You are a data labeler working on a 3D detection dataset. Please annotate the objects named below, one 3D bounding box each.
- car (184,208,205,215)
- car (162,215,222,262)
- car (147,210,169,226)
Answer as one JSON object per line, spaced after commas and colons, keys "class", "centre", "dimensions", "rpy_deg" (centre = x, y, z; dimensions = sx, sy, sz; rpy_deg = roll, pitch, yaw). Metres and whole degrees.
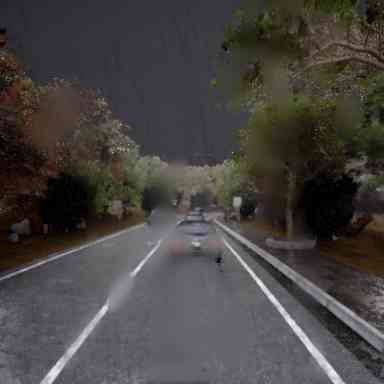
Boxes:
{"class": "car", "centre": [0.220, 2.591, 32.913], "dimensions": [2.128, 1.511, 4.902], "rpy_deg": [0, -2, 0]}
{"class": "car", "centre": [0.141, 1.828, 13.188], "dimensions": [2.033, 1.411, 5.357], "rpy_deg": [0, -2, 0]}
{"class": "car", "centre": [-3.440, 2.665, 34.470], "dimensions": [1.837, 1.490, 4.892], "rpy_deg": [0, -2, 1]}
